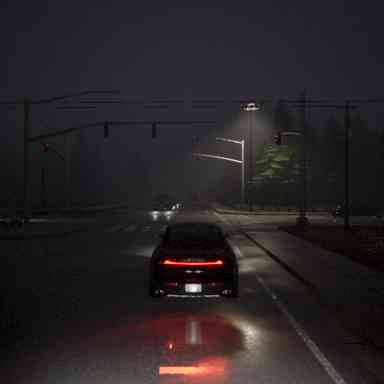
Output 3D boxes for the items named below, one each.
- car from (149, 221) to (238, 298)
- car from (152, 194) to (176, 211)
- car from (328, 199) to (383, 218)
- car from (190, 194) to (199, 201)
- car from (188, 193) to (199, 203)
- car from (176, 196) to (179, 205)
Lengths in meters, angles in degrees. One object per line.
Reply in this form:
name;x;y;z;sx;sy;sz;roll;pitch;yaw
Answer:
car;0.048;1.501;8.502;1.837;1.490;4.892;0;0;1
car;-3.597;1.220;41.542;2.150;2.045;5.566;0;0;0
car;14.588;1.379;29.638;4.553;1.767;2.097;0;0;1
car;0.574;1.355;80.928;2.097;1.767;4.553;0;0;2
car;0.270;1.224;68.625;2.150;2.045;5.566;0;0;2
car;-3.567;1.564;54.538;1.994;1.385;4.181;0;0;0
